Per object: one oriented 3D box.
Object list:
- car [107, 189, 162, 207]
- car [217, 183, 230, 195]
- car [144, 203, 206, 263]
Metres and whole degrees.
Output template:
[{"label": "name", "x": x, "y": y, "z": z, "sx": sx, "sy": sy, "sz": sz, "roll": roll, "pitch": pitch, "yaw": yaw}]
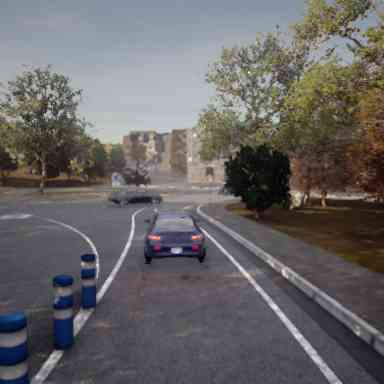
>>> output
[{"label": "car", "x": -5.021, "y": 0.451, "z": 29.503, "sx": 4.902, "sy": 1.511, "sz": 2.128, "roll": -2, "pitch": 4, "yaw": -30}, {"label": "car", "x": 4.566, "y": -0.455, "z": 45.739, "sx": 1.812, "sy": 1.442, "sz": 4.674, "roll": 1, "pitch": 3, "yaw": 4}, {"label": "car", "x": -0.644, "y": 1.367, "z": 11.381, "sx": 1.812, "sy": 1.442, "sz": 4.674, "roll": 0, "pitch": 2, "yaw": -5}]
